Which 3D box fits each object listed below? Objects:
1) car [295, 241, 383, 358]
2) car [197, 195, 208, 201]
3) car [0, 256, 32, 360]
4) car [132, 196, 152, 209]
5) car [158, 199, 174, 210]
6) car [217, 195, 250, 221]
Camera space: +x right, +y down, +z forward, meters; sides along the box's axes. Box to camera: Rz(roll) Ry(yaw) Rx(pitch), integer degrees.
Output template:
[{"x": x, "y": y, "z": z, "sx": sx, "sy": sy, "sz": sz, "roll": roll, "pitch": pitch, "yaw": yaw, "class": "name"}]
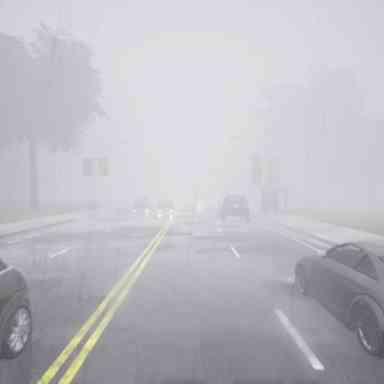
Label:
[{"x": 3.345, "y": 1.563, "z": 5.992, "sx": 1.994, "sy": 1.385, "sz": 4.181, "roll": 0, "pitch": 0, "yaw": 0, "class": "car"}, {"x": 3.185, "y": 1.620, "z": 85.965, "sx": 2.163, "sy": 1.488, "sz": 4.792, "roll": 0, "pitch": 0, "yaw": 0, "class": "car"}, {"x": -3.354, "y": 1.352, "z": 2.889, "sx": 2.097, "sy": 1.767, "sz": 4.553, "roll": 0, "pitch": 0, "yaw": 0, "class": "car"}, {"x": -6.616, "y": 1.367, "z": 44.603, "sx": 2.097, "sy": 1.767, "sz": 4.553, "roll": 0, "pitch": 0, "yaw": 0, "class": "car"}, {"x": -3.371, "y": 1.615, "z": 43.503, "sx": 1.895, "sy": 1.301, "sz": 4.718, "roll": 0, "pitch": 0, "yaw": 0, "class": "car"}, {"x": 3.329, "y": 1.223, "z": 27.478, "sx": 2.150, "sy": 2.045, "sz": 5.566, "roll": 0, "pitch": 0, "yaw": 0, "class": "car"}]
